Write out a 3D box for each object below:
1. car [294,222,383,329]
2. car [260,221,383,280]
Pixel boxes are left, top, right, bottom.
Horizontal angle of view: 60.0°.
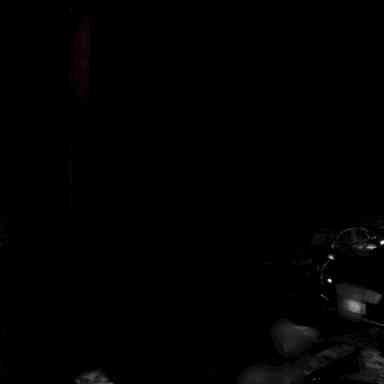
[{"bbox_3d":[4.525,1.530,6.605,4.902,1.511,2.128,0,0,-35],"label":"car"},{"bbox_3d":[3.822,1.595,9.374,4.403,1.369,2.008,0,0,-35],"label":"car"}]
